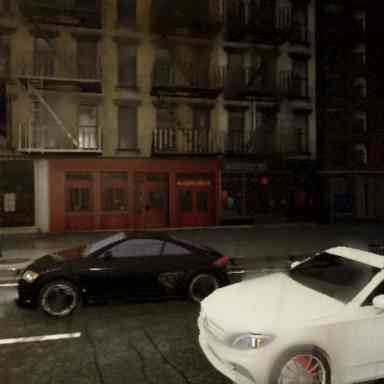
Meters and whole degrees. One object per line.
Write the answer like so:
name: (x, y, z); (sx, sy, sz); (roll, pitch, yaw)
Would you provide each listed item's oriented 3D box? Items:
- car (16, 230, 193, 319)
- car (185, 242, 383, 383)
car: (-1.328, 1.538, 7.057); (4.181, 1.385, 1.994); (0, 0, -13)
car: (2.421, 1.513, 4.564); (4.674, 1.442, 1.812); (0, 0, -13)
